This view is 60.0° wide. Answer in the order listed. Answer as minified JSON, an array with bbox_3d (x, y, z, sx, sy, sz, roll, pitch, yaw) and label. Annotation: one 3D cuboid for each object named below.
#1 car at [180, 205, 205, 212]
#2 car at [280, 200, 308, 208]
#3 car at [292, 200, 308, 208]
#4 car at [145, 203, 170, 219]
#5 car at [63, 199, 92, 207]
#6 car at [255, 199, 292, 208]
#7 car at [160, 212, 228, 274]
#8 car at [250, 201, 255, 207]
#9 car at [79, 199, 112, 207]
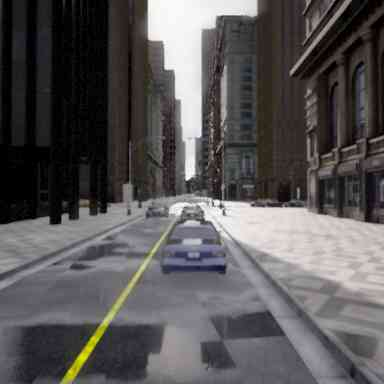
[{"bbox_3d":[0.050,1.702,25.757,2.033,1.411,5.357,0,0,0],"label":"car"},{"bbox_3d":[17.971,2.038,58.893,4.403,1.369,2.008,0,-1,0],"label":"car"},{"bbox_3d":[17.975,1.874,50.370,4.313,1.339,1.947,0,-1,0],"label":"car"},{"bbox_3d":[-3.103,1.749,30.829,1.994,1.385,4.181,0,0,0],"label":"car"},{"bbox_3d":[-20.190,1.924,58.746,4.403,1.369,2.008,0,-1,0],"label":"car"},{"bbox_3d":[12.304,1.838,50.348,4.403,1.369,2.008,0,-1,0],"label":"car"},{"bbox_3d":[0.060,1.611,10.714,2.033,1.411,5.357,0,0,0],"label":"car"},{"bbox_3d":[12.301,1.907,58.874,4.097,1.590,1.967,0,-1,0],"label":"car"},{"bbox_3d":[-14.616,1.733,50.245,4.829,1.417,1.752,0,-1,0],"label":"car"}]
